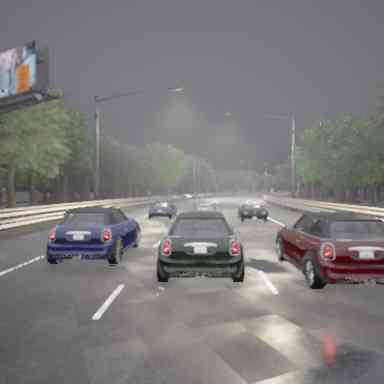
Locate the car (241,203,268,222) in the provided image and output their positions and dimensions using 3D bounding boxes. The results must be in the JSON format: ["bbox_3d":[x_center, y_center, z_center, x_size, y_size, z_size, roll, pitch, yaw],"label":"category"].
[{"bbox_3d":[4.491,1.487,25.230,1.895,1.301,4.718,0,0,4],"label":"car"}]

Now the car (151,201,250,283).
[{"bbox_3d":[0.258,1.310,9.692,2.097,1.767,4.553,0,1,2],"label":"car"}]

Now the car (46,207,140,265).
[{"bbox_3d":[-3.179,1.294,11.646,2.097,1.767,4.553,0,0,2],"label":"car"}]

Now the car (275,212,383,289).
[{"bbox_3d":[3.741,1.314,9.140,2.097,1.767,4.553,0,1,2],"label":"car"}]

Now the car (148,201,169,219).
[{"bbox_3d":[-2.344,1.433,27.743,1.994,1.385,4.181,0,0,4],"label":"car"}]

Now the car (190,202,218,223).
[{"bbox_3d":[0.990,1.483,25.372,1.895,1.301,4.718,0,0,4],"label":"car"}]
